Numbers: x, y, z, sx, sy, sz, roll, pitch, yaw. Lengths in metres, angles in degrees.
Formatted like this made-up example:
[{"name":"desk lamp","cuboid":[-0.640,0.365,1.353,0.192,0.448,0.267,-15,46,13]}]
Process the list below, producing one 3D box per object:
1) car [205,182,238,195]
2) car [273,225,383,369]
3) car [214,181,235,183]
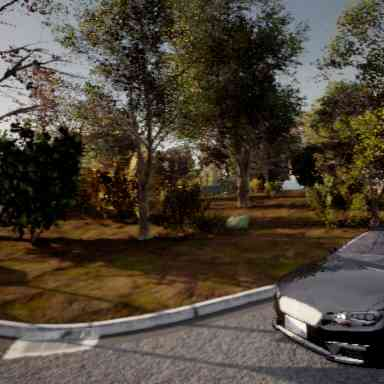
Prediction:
[{"name":"car","cuboid":[3.124,-0.142,44.844,5.357,1.411,2.033,-4,1,-26]},{"name":"car","cuboid":[3.519,1.275,5.241,4.902,1.511,2.128,-4,1,-25]},{"name":"car","cuboid":[4.061,-0.555,48.910,5.566,2.045,2.150,-3,0,-17]}]
